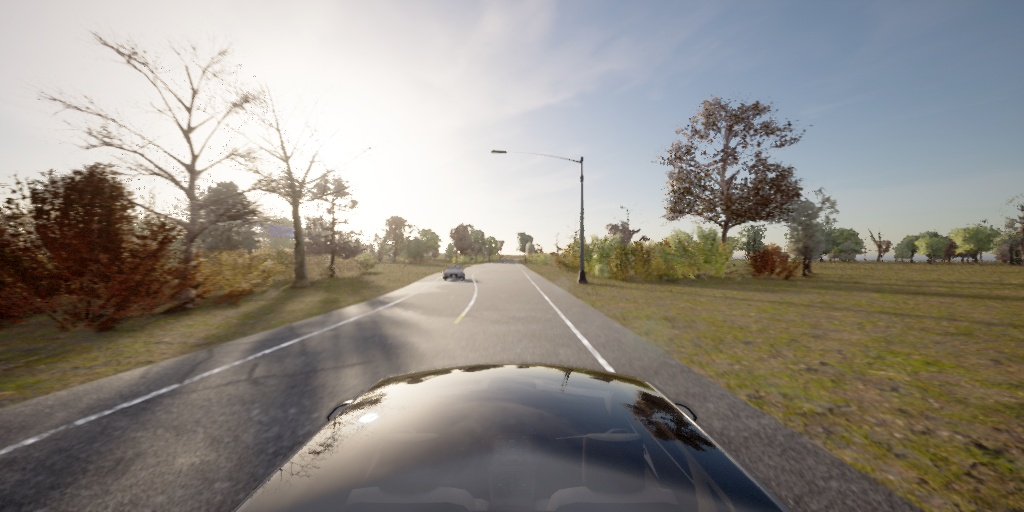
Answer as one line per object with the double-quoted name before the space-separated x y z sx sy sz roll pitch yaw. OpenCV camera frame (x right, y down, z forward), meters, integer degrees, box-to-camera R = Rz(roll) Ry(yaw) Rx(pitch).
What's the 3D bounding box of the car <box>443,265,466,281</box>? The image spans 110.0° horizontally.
"car" -5.371 1.577 33.716 1.994 1.385 4.181 0 0 -7
